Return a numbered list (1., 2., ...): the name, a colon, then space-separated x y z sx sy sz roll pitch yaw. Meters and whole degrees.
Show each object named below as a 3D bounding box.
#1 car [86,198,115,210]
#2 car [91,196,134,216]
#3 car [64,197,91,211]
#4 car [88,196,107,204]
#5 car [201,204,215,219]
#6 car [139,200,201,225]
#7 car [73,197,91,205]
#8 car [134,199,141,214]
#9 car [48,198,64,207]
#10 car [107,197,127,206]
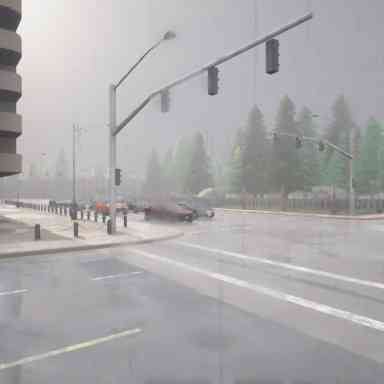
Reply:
1. car: -12.581 1.602 45.551 2.033 1.411 5.357 0 0 -36
2. car: -8.135 1.406 33.620 2.097 1.767 4.553 0 0 -36
3. car: -13.779 1.546 41.278 2.128 1.511 4.902 0 0 -36
4. car: -18.760 1.546 66.023 2.128 1.511 4.902 0 0 -36
5. car: -0.058 1.547 28.580 2.128 1.511 4.902 0 0 -36
6. car: -1.813 1.533 25.066 1.882 1.535 5.008 0 0 -36
7. car: -20.828 1.655 62.931 1.895 1.301 4.718 0 0 -36
8. car: -6.274 1.547 36.999 2.128 1.511 4.902 0 0 -36
9. car: -20.048 1.602 49.830 2.033 1.411 5.357 0 0 -36
10. car: -13.251 1.580 58.581 1.812 1.442 4.674 0 0 -36
